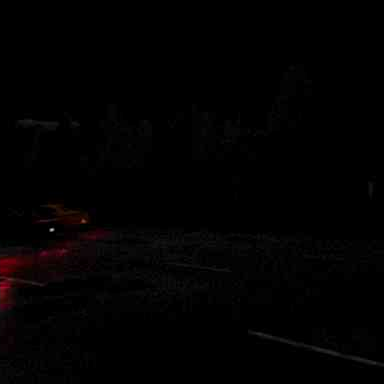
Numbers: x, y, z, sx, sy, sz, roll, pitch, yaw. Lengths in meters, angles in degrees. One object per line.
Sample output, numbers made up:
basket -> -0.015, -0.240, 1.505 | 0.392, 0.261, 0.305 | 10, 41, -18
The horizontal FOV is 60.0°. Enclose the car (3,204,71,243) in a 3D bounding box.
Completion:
car -> -8.603, 1.488, 15.818 | 4.902, 1.511, 2.128 | 0, 0, 20

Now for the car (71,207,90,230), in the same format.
car -> -8.436, 1.471, 19.442 | 5.008, 1.535, 1.882 | 0, 0, 18

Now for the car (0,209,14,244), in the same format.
car -> -9.299, 1.500, 12.165 | 4.892, 1.490, 1.837 | -1, 0, 18
